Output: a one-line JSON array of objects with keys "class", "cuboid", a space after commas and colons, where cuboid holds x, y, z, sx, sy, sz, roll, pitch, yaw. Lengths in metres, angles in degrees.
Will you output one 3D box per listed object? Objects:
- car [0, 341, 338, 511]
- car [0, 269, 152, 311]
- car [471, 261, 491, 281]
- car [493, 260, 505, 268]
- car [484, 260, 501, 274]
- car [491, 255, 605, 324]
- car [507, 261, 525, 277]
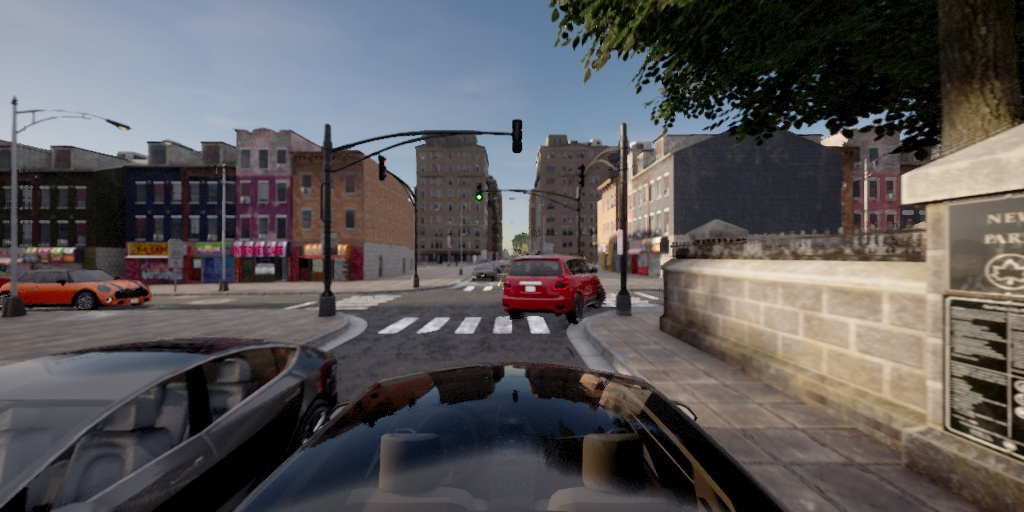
[{"class": "car", "cuboid": [-2.637, 1.316, 2.027, 1.948, 1.339, 4.313, 0, 0, 0]}, {"class": "car", "cuboid": [-17.951, 1.308, 14.917, 4.553, 1.767, 2.097, -1, 0, 0]}, {"class": "car", "cuboid": [-2.275, 1.298, 30.359, 1.837, 1.490, 4.892, 0, 0, 0]}, {"class": "car", "cuboid": [-2.236, 1.366, 62.292, 1.812, 1.442, 4.674, 0, 0, 0]}, {"class": "car", "cuboid": [-2.284, 1.319, 44.002, 1.837, 1.490, 4.892, 0, 0, 0]}, {"class": "car", "cuboid": [1.603, 0.982, 12.365, 2.150, 2.045, 5.566, -1, 0, 24]}, {"class": "car", "cuboid": [0.406, 1.310, 38.189, 1.837, 1.490, 4.892, 0, 0, 0]}]
